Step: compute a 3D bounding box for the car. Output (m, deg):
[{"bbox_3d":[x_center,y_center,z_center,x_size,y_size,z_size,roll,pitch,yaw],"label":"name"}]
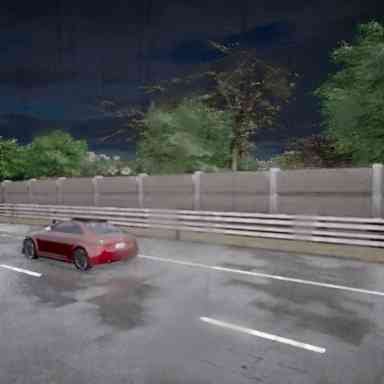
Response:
[{"bbox_3d":[-3.741,1.555,10.965,4.181,1.385,1.994,0,0,36],"label":"car"}]
